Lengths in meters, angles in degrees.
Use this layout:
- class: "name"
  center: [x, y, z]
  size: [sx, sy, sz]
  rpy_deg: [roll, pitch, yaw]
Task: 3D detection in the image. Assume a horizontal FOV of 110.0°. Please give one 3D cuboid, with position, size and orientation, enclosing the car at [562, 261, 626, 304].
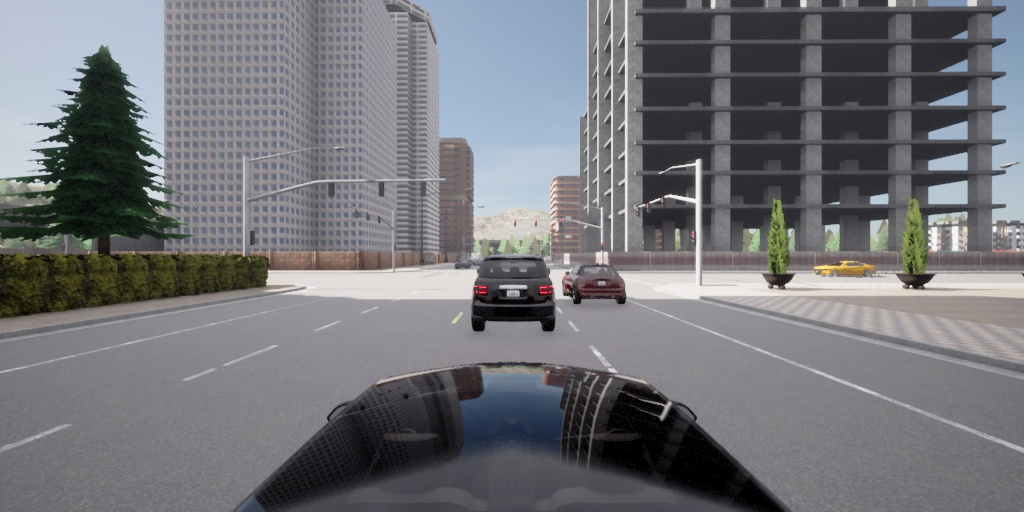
- class: "car"
  center: [3.564, 1.102, 16.346]
  size: [2.097, 1.767, 4.553]
  rpy_deg: [0, 0, 0]

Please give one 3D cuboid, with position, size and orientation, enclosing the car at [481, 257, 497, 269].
- class: "car"
  center: [-3.688, 1.101, 57.859]
  size: [2.097, 1.767, 4.553]
  rpy_deg: [0, 0, 1]

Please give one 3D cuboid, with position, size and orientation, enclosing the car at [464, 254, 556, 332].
- class: "car"
  center: [0.049, 0.971, 11.055]
  size: [2.150, 2.045, 5.566]
  rpy_deg: [0, 0, 0]

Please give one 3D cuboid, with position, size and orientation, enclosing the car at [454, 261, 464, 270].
- class: "car"
  center: [-7.266, 1.350, 52.546]
  size: [1.895, 1.301, 4.718]
  rpy_deg: [0, 0, 0]

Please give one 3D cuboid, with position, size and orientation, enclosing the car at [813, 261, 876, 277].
- class: "car"
  center: [31.647, 1.227, 34.229]
  size: [5.008, 1.535, 1.882]
  rpy_deg: [0, 0, 0]
